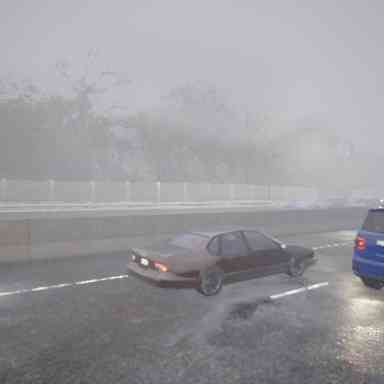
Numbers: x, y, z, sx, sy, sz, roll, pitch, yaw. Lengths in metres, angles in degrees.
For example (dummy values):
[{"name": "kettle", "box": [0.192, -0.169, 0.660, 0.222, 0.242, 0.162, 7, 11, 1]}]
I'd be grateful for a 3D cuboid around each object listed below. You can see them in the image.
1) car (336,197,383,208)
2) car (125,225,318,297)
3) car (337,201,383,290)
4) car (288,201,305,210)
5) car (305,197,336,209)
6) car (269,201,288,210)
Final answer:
[{"name": "car", "box": [17.312, 1.563, 33.538, 5.566, 2.045, 2.150, 1, 0, -35]}, {"name": "car", "box": [1.005, 1.606, 8.765, 5.357, 1.411, 2.033, 1, 0, -36]}, {"name": "car", "box": [6.190, 1.319, 8.169, 5.566, 2.045, 2.150, 1, 0, -35]}, {"name": "car", "box": [14.267, 1.833, 39.957, 5.008, 1.535, 1.882, 1, 0, -35]}, {"name": "car", "box": [15.271, 1.563, 36.381, 5.566, 2.045, 2.150, 1, 0, -35]}, {"name": "car", "box": [12.402, 1.905, 42.928, 5.357, 1.411, 2.033, 1, 0, -35]}]
